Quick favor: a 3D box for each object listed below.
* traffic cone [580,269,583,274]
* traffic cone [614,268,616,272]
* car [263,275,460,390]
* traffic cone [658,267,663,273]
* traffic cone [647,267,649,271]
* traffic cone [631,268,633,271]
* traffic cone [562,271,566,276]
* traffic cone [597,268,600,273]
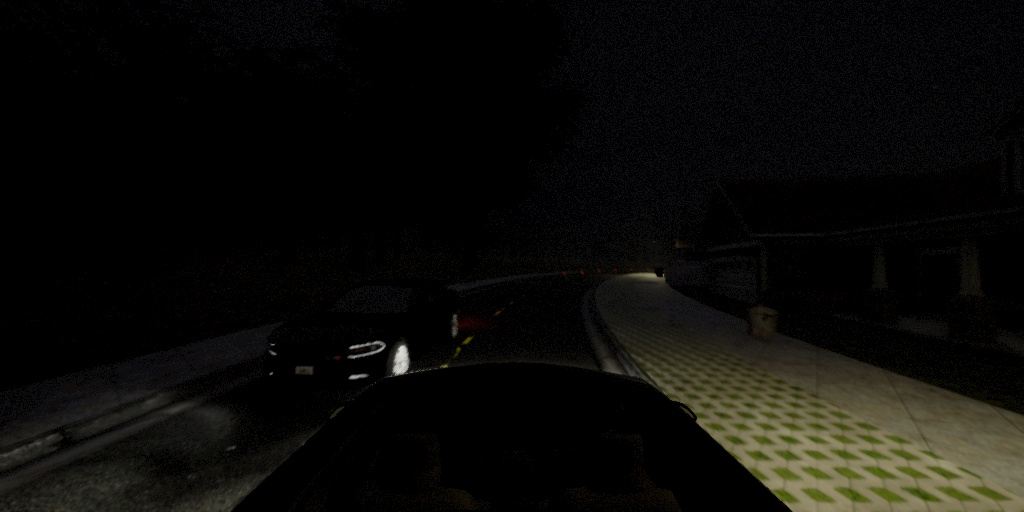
[{"bbox_3d":[7.939,1.744,40.903,0.340,0.580,0.340,0,0,33],"label":"traffic cone"},{"bbox_3d":[14.158,1.882,49.163,0.340,0.580,0.340,0,0,41],"label":"traffic cone"},{"bbox_3d":[-2.424,1.198,7.110,1.882,1.535,5.008,0,0,6],"label":"car"},{"bbox_3d":[25.011,2.185,59.866,0.340,0.580,0.340,0,0,-43],"label":"traffic cone"},{"bbox_3d":[21.365,2.074,56.446,0.340,0.580,0.340,0,0,-43],"label":"traffic cone"},{"bbox_3d":[17.687,1.971,52.945,0.340,0.580,0.340,0,0,-45],"label":"traffic cone"},{"bbox_3d":[5.279,1.697,36.466,0.340,0.580,0.340,0,0,30],"label":"traffic cone"},{"bbox_3d":[10.904,1.806,45.142,0.340,0.580,0.340,0,0,37],"label":"traffic cone"}]
